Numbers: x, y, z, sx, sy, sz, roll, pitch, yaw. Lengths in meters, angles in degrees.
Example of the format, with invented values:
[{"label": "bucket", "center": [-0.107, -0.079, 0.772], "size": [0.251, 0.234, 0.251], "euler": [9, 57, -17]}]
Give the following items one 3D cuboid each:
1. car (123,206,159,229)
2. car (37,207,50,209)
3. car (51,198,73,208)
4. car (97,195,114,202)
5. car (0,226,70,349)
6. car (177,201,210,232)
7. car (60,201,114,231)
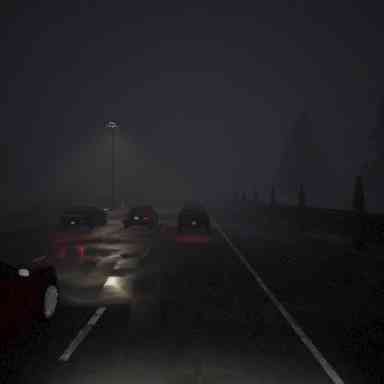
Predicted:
[{"label": "car", "center": [-3.401, 1.665, 22.835], "size": [2.033, 1.411, 5.357], "euler": [0, 0, 0]}, {"label": "car", "center": [-17.724, 1.754, 40.673], "size": [2.033, 1.411, 5.357], "euler": [0, 0, -1]}, {"label": "car", "center": [-21.593, 1.787, 55.408], "size": [1.837, 1.490, 4.892], "euler": [0, 0, -1]}, {"label": "car", "center": [-14.593, 1.505, 55.377], "size": [2.150, 2.045, 5.566], "euler": [0, 0, -1]}, {"label": "car", "center": [-3.400, 1.500, 4.218], "size": [1.882, 1.535, 5.008], "euler": [0, 0, 0]}, {"label": "car", "center": [0.098, 1.585, 20.837], "size": [1.882, 1.535, 5.008], "euler": [0, 0, 0]}, {"label": "car", "center": [-6.902, 1.603, 21.698], "size": [2.128, 1.511, 4.902], "euler": [0, 0, 0]}]
